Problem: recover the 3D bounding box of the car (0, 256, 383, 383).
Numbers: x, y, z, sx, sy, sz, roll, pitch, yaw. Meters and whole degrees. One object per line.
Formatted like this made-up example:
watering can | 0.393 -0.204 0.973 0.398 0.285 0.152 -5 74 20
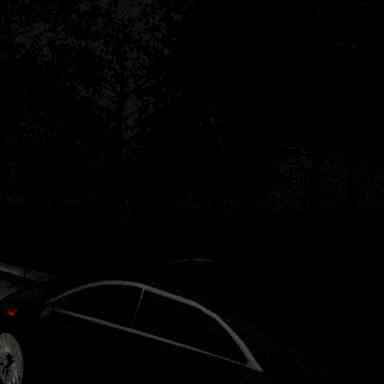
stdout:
car | -0.323 1.494 3.606 4.902 1.511 2.128 0 0 35
